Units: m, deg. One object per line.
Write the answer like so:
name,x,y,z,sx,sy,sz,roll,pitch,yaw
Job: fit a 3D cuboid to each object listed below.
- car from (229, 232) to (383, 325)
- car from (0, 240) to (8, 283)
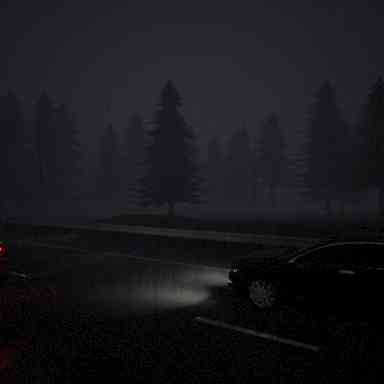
car,3.012,1.497,6.030,4.892,1.490,1.837,0,0,35
car,-6.669,1.372,8.272,4.553,1.767,2.097,0,0,33
